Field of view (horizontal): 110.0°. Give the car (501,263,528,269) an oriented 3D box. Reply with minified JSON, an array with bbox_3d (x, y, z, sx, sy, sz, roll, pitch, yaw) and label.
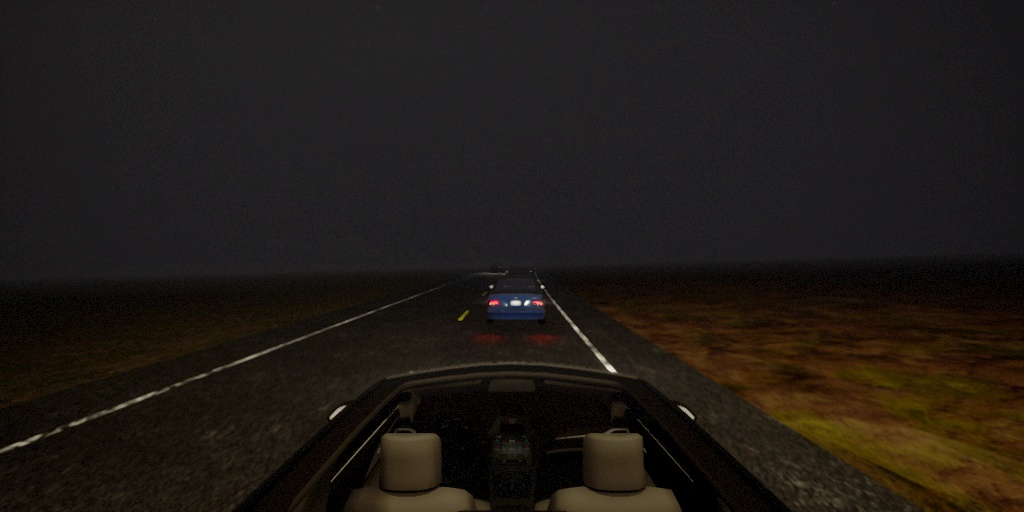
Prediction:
[{"bbox_3d":[0.508,1.443,27.377,2.033,1.411,5.357,0,0,2],"label":"car"}]

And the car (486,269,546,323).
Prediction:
[{"bbox_3d":[0.159,1.360,12.401,2.033,1.411,5.357,0,0,1],"label":"car"}]

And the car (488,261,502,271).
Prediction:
[{"bbox_3d":[-2.117,1.494,49.847,1.882,1.535,5.008,0,0,4],"label":"car"}]
